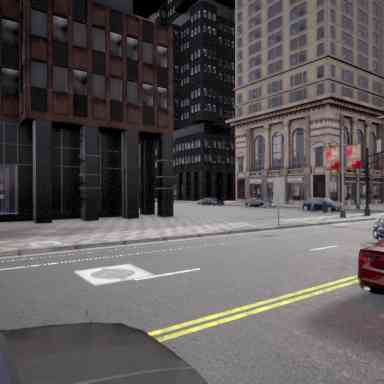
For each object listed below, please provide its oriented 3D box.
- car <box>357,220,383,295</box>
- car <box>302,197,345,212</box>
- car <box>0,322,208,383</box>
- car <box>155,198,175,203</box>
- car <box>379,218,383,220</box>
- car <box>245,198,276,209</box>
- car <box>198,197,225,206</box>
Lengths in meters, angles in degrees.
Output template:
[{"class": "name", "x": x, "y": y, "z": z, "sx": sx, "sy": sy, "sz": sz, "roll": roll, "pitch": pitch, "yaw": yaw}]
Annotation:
[{"class": "car", "x": 5.737, "y": 1.477, "z": 7.541, "sx": 5.008, "sy": 1.535, "sz": 1.882, "roll": 0, "pitch": 0, "yaw": -36}, {"class": "car", "x": 14.988, "y": 1.376, "z": 37.949, "sx": 2.097, "sy": 1.767, "sz": 4.553, "roll": 0, "pitch": 0, "yaw": -35}, {"class": "car", "x": -2.351, "y": 1.547, "z": 1.766, "sx": 5.357, "sy": 1.411, "sz": 2.033, "roll": 0, "pitch": 0, "yaw": -35}, {"class": "car", "x": -5.625, "y": 1.616, "z": 67.257, "sx": 2.033, "sy": 1.411, "sz": 5.357, "roll": 0, "pitch": 0, "yaw": -35}, {"class": "car", "x": 10.113, "y": 1.351, "z": 14.915, "sx": 4.553, "sy": 1.767, "sz": 2.097, "roll": 0, "pitch": 0, "yaw": -36}, {"class": "car", "x": 9.408, "y": 1.527, "z": 45.834, "sx": 2.128, "sy": 1.511, "sz": 4.902, "roll": 0, "pitch": 0, "yaw": -35}, {"class": "car", "x": 3.087, "y": 1.595, "z": 54.781, "sx": 2.033, "sy": 1.411, "sz": 5.357, "roll": 0, "pitch": 0, "yaw": -35}]
